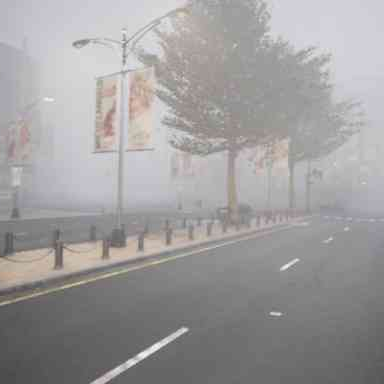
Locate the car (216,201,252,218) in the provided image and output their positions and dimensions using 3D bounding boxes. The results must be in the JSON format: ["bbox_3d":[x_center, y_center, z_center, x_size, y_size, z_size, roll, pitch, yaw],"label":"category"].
[{"bbox_3d":[3.922,1.613,30.662,2.128,1.511,4.902,2,0,32],"label":"car"}]

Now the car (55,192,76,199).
[{"bbox_3d":[-29.333,0.687,77.335,5.008,1.535,1.882,2,0,14],"label":"car"}]

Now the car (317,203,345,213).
[{"bbox_3d":[19.334,2.158,46.504,1.895,1.301,4.718,2,0,-3],"label":"car"}]
